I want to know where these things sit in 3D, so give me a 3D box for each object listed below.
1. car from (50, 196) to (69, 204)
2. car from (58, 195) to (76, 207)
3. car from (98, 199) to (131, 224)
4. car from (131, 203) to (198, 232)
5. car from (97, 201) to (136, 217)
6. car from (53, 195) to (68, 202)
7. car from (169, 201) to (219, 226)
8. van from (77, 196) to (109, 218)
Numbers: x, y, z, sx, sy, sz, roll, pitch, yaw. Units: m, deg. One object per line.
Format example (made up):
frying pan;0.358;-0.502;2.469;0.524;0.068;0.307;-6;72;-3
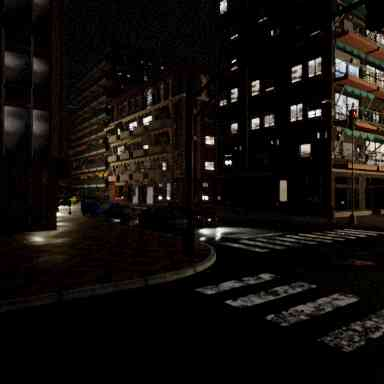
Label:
car;-24.450;1.457;61.263;2.033;1.411;5.357;0;0;-35
car;-18.839;1.417;48.134;1.837;1.490;4.892;0;-1;-35
car;-4.959;1.459;24.248;1.752;1.417;4.829;0;0;-36
car;-1.753;1.526;19.787;1.802;1.307;4.206;0;0;-36
car;-7.327;1.535;31.980;1.895;1.301;4.718;0;0;-36
car;-28.005;1.361;70.667;1.967;1.590;4.097;0;0;-36
car;-0.096;1.518;21.910;1.994;1.385;4.181;0;0;-36
van;-8.363;1.265;28.985;1.690;1.788;3.998;0;0;-36
